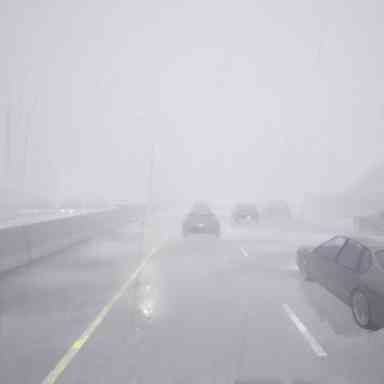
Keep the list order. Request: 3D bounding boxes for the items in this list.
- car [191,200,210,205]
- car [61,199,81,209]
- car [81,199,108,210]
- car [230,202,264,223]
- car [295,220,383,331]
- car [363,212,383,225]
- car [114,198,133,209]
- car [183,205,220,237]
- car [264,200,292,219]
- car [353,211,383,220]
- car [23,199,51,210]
[{"bbox_3d":[0.966,1.632,36.941,1.837,1.490,4.892,0,0,1],"label":"car"},{"bbox_3d":[-16.418,1.650,46.005,1.994,1.385,4.181,0,0,2],"label":"car"},{"bbox_3d":[-12.935,1.643,45.458,2.033,1.411,5.357,0,0,1],"label":"car"},{"bbox_3d":[4.214,1.612,26.771,1.837,1.490,4.892,0,0,1],"label":"car"},{"bbox_3d":[3.729,1.587,6.863,2.033,1.411,5.357,0,0,1],"label":"car"},{"bbox_3d":[7.307,1.555,9.570,2.128,1.511,4.902,0,0,1],"label":"car"},{"bbox_3d":[-9.411,1.595,46.052,1.882,1.535,5.008,0,0,1],"label":"car"},{"bbox_3d":[0.516,1.628,18.629,1.994,1.385,4.181,0,0,1],"label":"car"},{"bbox_3d":[7.829,1.489,31.302,2.097,1.767,4.553,0,0,1],"label":"car"},{"bbox_3d":[11.020,1.711,18.873,1.895,1.301,4.718,0,0,1],"label":"car"},{"bbox_3d":[-20.019,1.622,43.161,1.994,1.385,4.181,0,0,2],"label":"car"}]
